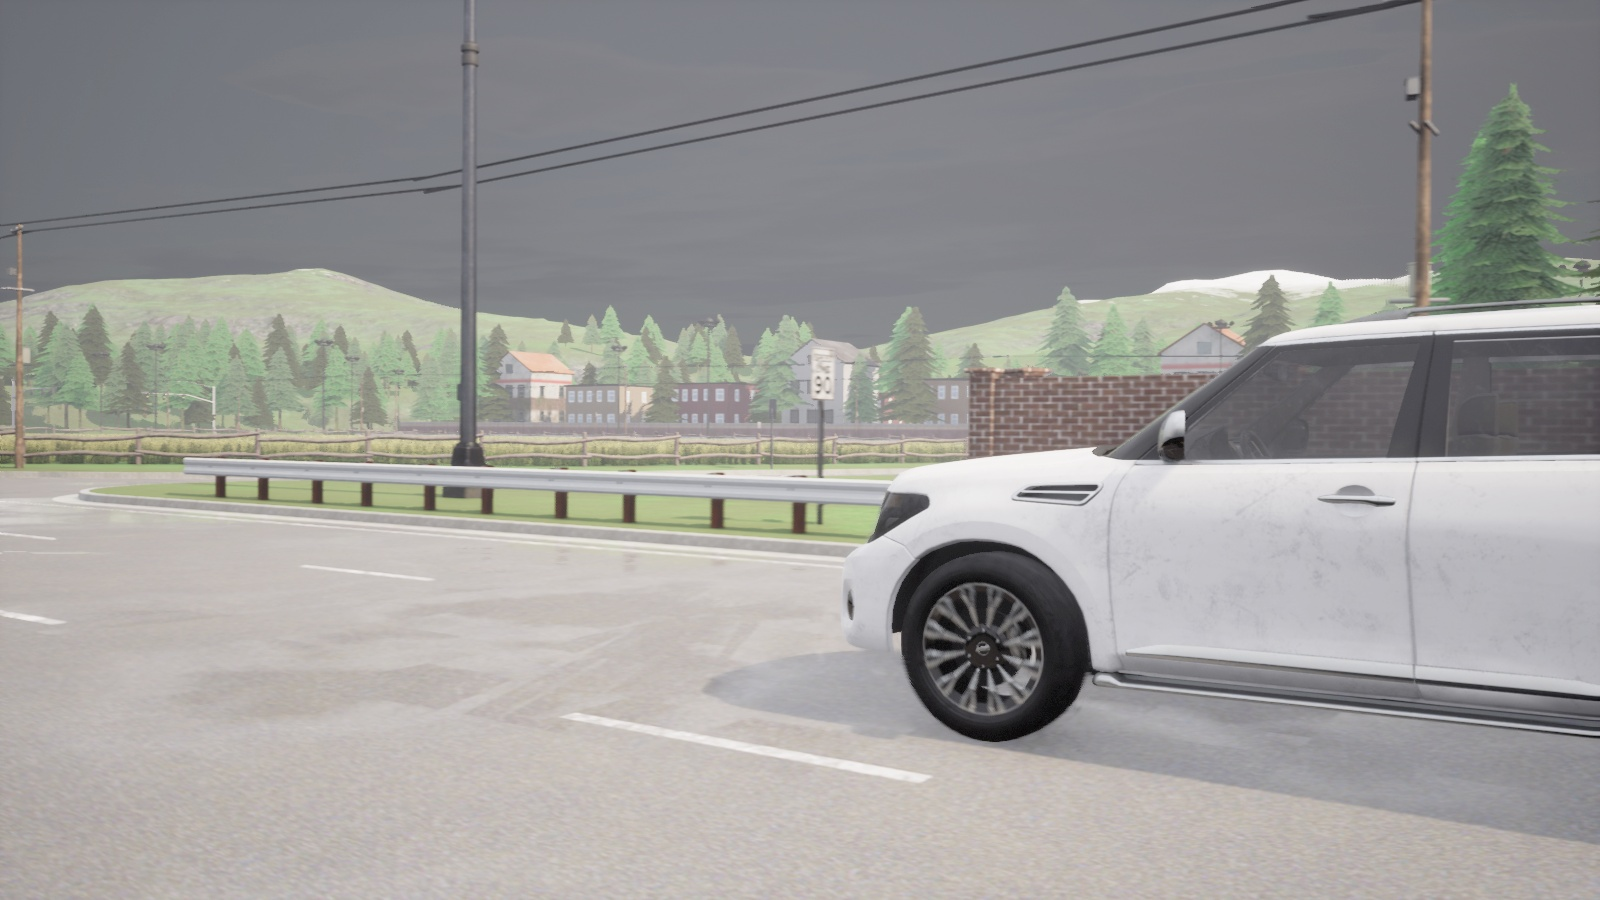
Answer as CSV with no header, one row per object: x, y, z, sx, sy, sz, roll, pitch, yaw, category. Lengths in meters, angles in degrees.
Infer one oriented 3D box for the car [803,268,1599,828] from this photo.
2.938,0.344,5.868,5.566,2.045,2.150,0,1,34,car
